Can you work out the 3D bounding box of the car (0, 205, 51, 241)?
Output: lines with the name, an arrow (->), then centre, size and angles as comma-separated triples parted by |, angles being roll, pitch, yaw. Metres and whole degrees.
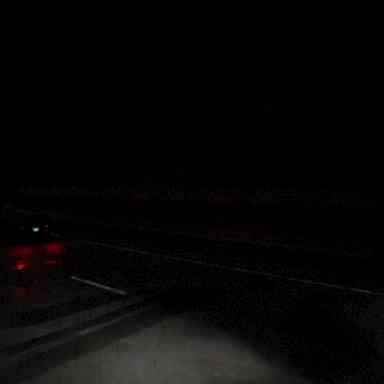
car -> -8.269, 1.354, 15.532 | 4.674, 1.442, 1.812 | 1, 0, 42
